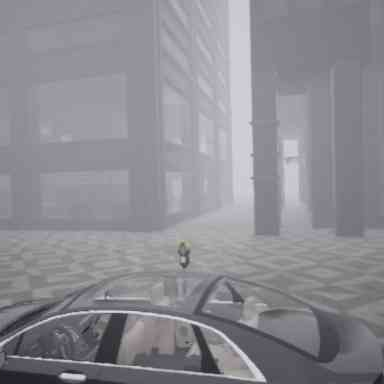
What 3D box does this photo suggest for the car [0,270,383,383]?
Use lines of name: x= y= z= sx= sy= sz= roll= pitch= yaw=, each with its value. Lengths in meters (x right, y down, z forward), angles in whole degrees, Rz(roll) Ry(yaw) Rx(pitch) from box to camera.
car: x=-0.608 y=1.498 z=3.161 sx=4.403 sy=1.369 sz=2.008 roll=-1 pitch=1 yaw=16
